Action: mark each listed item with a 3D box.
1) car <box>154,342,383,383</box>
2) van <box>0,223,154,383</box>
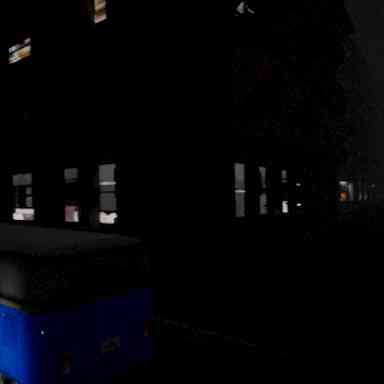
[{"bbox_3d":[2.040,1.431,1.438,4.097,1.590,1.967,-1,-1,36],"label":"car"},{"bbox_3d":[-2.362,1.384,4.580,3.998,1.788,1.690,-1,-1,36],"label":"van"}]
